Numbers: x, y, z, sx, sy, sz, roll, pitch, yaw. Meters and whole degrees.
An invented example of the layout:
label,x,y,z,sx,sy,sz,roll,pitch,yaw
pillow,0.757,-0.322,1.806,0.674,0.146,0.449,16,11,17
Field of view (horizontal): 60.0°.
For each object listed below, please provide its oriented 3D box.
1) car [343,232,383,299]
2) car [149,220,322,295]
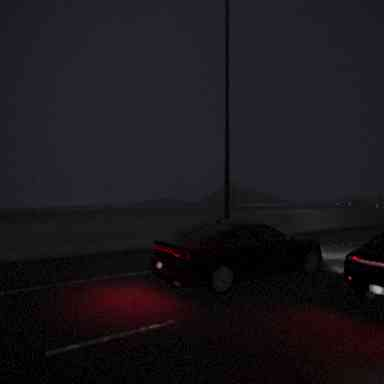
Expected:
label,x,y,z,sx,sy,sz,roll,pitch,yaw
car,5.278,1.490,7.104,4.902,1.511,2.128,0,0,-33
car,1.342,1.469,8.733,5.008,1.535,1.882,0,0,-33
